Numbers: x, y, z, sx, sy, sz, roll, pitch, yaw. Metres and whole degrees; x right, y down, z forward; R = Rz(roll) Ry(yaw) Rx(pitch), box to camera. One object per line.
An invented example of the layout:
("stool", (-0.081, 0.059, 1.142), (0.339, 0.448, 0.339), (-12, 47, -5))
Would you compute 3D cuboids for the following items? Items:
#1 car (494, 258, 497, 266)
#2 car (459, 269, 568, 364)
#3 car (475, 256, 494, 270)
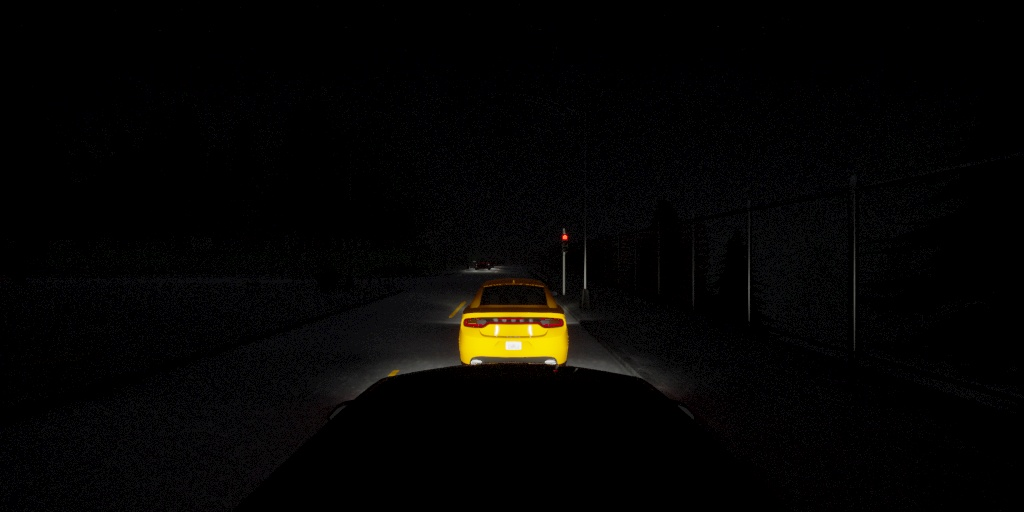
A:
("car", (-4.109, 1.351, 62.236), (1.895, 1.301, 4.718), (0, 0, 0))
("car", (0.043, 1.228, 7.991), (1.882, 1.535, 5.008), (0, 0, 0))
("car", (-4.123, 1.102, 51.959), (2.097, 1.767, 4.553), (0, 0, 0))
